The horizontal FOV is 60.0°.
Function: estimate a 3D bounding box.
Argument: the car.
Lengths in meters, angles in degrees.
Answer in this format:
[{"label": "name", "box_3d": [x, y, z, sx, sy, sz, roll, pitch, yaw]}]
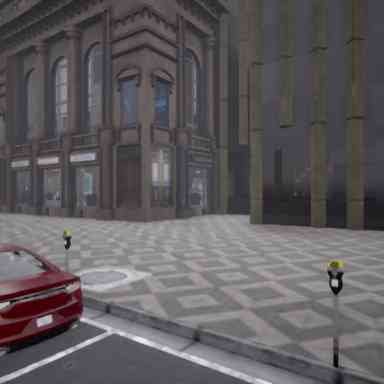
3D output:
[{"label": "car", "box_3d": [-3.734, 1.542, 5.628, 4.507, 1.381, 1.887, 0, 0, 36]}]
